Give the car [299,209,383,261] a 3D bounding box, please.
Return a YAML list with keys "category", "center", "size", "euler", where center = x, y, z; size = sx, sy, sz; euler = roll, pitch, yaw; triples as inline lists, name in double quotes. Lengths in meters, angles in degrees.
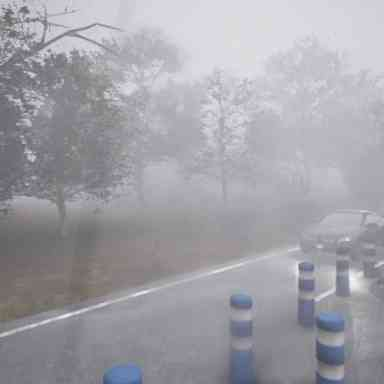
- category: "car"
  center: [5.700, 1.391, 12.027]
  size: [4.674, 1.442, 1.812]
  euler: [-2, 1, -43]
